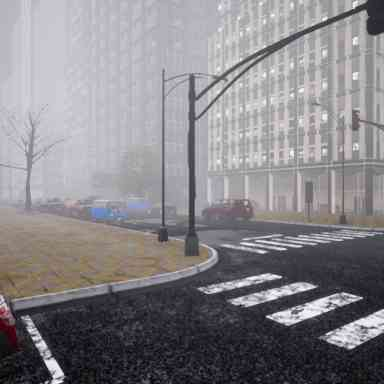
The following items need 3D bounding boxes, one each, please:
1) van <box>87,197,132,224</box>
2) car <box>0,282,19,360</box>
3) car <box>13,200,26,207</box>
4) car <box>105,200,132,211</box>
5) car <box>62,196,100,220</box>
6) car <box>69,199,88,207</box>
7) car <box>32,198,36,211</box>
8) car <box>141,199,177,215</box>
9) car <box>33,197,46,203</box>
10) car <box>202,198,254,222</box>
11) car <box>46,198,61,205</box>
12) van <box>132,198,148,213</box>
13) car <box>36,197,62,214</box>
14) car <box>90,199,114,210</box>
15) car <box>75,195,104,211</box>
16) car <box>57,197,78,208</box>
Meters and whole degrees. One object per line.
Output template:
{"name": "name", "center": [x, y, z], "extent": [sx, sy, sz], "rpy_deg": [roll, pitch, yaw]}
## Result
{"name": "van", "center": [-6.646, 1.499, 26.428], "extent": [1.690, 1.788, 3.998], "rpy_deg": [0, 0, -36]}
{"name": "car", "center": [-4.240, 1.440, 3.532], "extent": [4.097, 1.590, 1.967], "rpy_deg": [0, 0, -36]}
{"name": "car", "center": [-30.309, 1.994, 58.532], "extent": [1.802, 1.307, 4.206], "rpy_deg": [0, 0, -36]}
{"name": "car", "center": [-10.037, 1.847, 45.154], "extent": [1.947, 1.339, 4.313], "rpy_deg": [0, 0, -36]}
{"name": "car", "center": [-10.027, 1.510, 31.014], "extent": [2.192, 1.841, 5.009], "rpy_deg": [0, 0, -36]}
{"name": "car", "center": [-20.179, 1.940, 58.913], "extent": [2.008, 1.369, 4.403], "rpy_deg": [0, 0, -36]}
{"name": "car", "center": [-20.168, 1.745, 44.773], "extent": [1.967, 1.590, 4.097], "rpy_deg": [0, 0, -36]}
{"name": "car", "center": [-3.276, 1.758, 35.981], "extent": [2.008, 1.369, 4.403], "rpy_deg": [0, 0, -36]}
{"name": "car", "center": [-39.084, 2.063, 85.088], "extent": [1.882, 1.535, 5.008], "rpy_deg": [0, 0, -36]}
{"name": "car", "center": [2.900, 1.454, 27.602], "extent": [2.192, 1.841, 5.009], "rpy_deg": [0, 0, -36]}
{"name": "car", "center": [-30.322, 2.061, 72.673], "extent": [1.947, 1.339, 4.313], "rpy_deg": [0, 0, -36]}
{"name": "van", "center": [-6.658, 1.586, 40.568], "extent": [1.690, 1.788, 3.998], "rpy_deg": [0, 0, -36]}
{"name": "car", "center": [-16.788, 1.584, 40.187], "extent": [2.192, 1.841, 5.009], "rpy_deg": [0, 0, -36]}
{"name": "car", "center": [-13.519, 1.844, 49.878], "extent": [1.752, 1.417, 4.829], "rpy_deg": [0, 0, -36]}
{"name": "car", "center": [-14.473, 1.524, 46.717], "extent": [2.150, 2.045, 5.566], "rpy_deg": [0, 0, -36]}
{"name": "car", "center": [-20.780, 1.721, 55.202], "extent": [2.097, 1.767, 4.553], "rpy_deg": [0, 0, -36]}
